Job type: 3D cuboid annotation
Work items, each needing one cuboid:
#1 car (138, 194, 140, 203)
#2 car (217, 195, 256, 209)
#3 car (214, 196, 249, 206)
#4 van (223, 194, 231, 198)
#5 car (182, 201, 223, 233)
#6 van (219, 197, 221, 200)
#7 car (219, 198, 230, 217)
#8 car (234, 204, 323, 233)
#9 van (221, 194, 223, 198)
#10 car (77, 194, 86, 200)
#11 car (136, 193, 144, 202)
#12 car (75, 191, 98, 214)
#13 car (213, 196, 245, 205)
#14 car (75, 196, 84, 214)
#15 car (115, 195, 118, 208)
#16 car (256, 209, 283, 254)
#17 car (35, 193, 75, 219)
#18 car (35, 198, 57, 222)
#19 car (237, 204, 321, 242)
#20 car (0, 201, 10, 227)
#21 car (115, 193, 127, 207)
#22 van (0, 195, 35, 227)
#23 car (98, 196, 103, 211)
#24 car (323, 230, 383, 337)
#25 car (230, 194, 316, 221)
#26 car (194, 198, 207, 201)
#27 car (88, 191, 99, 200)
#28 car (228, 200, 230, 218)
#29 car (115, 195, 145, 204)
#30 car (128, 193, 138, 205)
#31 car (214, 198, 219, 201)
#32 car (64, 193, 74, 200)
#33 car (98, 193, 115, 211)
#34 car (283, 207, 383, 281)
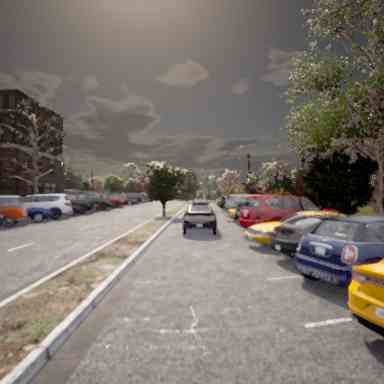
[{"bbox_3d":[-11.866,1.490,57.426,4.674,1.452,2.002,-1,0,-18],"label":"car"},{"bbox_3d":[5.847,1.344,43.828,4.553,1.767,2.185,1,0,-18],"label":"car"},{"bbox_3d":[6.346,1.466,53.653,5.366,1.575,1.946,1,0,-18],"label":"car"},{"bbox_3d":[5.338,1.248,28.916,4.442,1.987,1.878,1,0,-18],"label":"van"},{"bbox_3d":[0.450,1.486,19.382,2.128,1.511,4.902,0,0,1],"label":"car"},{"bbox_3d":[5.507,1.246,34.869,4.442,1.987,1.878,1,0,-18],"label":"van"},{"bbox_3d":[5.181,1.471,25.921,5.366,1.575,1.946,1,0,-18],"label":"car"},{"bbox_3d":[5.161,1.508,20.019,4.792,1.488,2.163,1,0,-18],"label":"car"},{"bbox_3d":[5.423,1.247,31.893,4.442,1.987,1.878,1,0,-18],"label":"van"},{"bbox_3d":[-26.832,1.158,80.548,2.002,1.452,4.674,1,-1,-18],"label":"car"},{"bbox_3d":[-11.792,1.190,60.425,5.566,2.045,2.435,-1,0,-18],"label":"car"},{"bbox_3d":[-12.653,1.207,33.343,5.566,2.045,2.435,-1,0,-18],"label":"car"},{"bbox_3d":[6.269,1.467,56.981,4.892,1.521,2.231,1,0,-18],"label":"car"},{"bbox_3d":[-12.718,1.458,30.354,5.008,1.535,2.097,-1,0,-18],"label":"car"},{"bbox_3d":[-12.329,1.485,42.383,4.792,1.488,2.163,-1,0,-18],"label":"car"},{"bbox_3d":[4.956,1.483,11.119,4.892,1.521,2.231,1,0,-19],"label":"car"},{"bbox_3d":[-12.832,1.208,27.337,5.566,2.045,2.435,-1,0,-18],"label":"car"},{"bbox_3d":[-12.896,1.460,24.346,5.008,1.535,2.097,-1,0,-18],"label":"car"},{"bbox_3d":[4.855,1.476,14.023,5.366,1.575,1.946,1,0,-19],"label":"car"},{"bbox_3d":[-13.095,1.491,18.317,4.792,1.488,2.163,-1,0,-19],"label":"car"},{"bbox_3d":[-12.242,1.204,45.391,5.566,2.045,2.435,-1,0,-18],"label":"car"},{"bbox_3d":[-12.875,1.233,21.381,4.442,1.987,1.878,-1,0,-18],"label":"van"},{"bbox_3d":[-12.508,1.486,36.373,4.792,1.488,2.163,-1,0,-18],"label":"car"},{"bbox_3d":[4.856,1.485,5.186,5.008,1.535,2.097,1,0,-19],"label":"car"},{"bbox_3d":[5.133,1.229,17.070,5.566,2.045,2.435,1,0,-18],"label":"car"},{"bbox_3d":[0.945,1.493,36.953,1.837,1.490,4.892,0,0,2],"label":"car"},{"bbox_3d":[-23.859,0.865,80.401,2.435,2.045,5.566,1,-1,-17],"label":"car"},{"bbox_3d":[5.299,1.508,23.019,4.792,1.488,2.163,1,0,-18],"label":"car"},{"bbox_3d":[-11.839,1.426,63.403,5.366,1.575,1.946,-1,1,-18],"label":"car"},{"bbox_3d":[-11.972,1.454,54.402,5.008,1.535,2.097,-1,0,-18],"label":"car"},{"bbox_3d":[5.732,1.221,37.895,5.566,2.045,2.435,1,0,-18],"label":"car"},{"bbox_3d":[-29.787,1.121,80.672,2.231,1.521,4.892,0,-1,-17],"label":"car"},{"bbox_3d":[-12.425,1.205,39.380,5.566,2.045,2.435,-1,0,-18],"label":"car"},{"bbox_3d":[4.879,1.358,8.142,4.553,1.767,2.185,1,0,-19],"label":"car"}]
